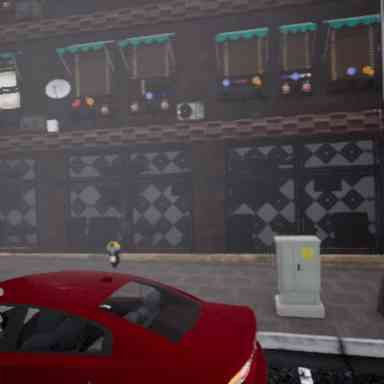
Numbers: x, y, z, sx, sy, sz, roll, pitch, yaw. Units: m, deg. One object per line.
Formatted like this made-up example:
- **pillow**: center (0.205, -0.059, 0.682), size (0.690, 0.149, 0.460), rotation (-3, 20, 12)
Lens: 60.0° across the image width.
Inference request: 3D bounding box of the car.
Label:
- **car**: center (-1.560, 1.522, 3.384), size (4.507, 1.381, 1.887), rotation (0, -1, 11)
